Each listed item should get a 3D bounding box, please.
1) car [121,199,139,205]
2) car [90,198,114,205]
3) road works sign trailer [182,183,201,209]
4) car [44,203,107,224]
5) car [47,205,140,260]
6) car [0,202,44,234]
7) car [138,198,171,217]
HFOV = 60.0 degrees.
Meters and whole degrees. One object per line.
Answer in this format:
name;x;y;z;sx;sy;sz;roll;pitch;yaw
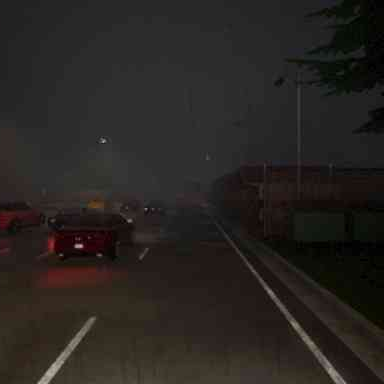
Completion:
car;-6.917;1.510;37.992;1.812;1.442;4.674;0;0;0
car;-10.402;1.462;38.312;1.882;1.535;5.008;0;0;0
road works sign trailer;-0.003;0.446;45.116;2.380;3.560;2.880;0;0;0
car;-6.903;1.592;20.241;1.895;1.301;4.718;0;0;0
car;-3.401;1.472;12.477;1.882;1.535;5.008;0;0;0
car;-10.402;1.344;19.360;2.097;1.767;4.553;0;0;0
car;-3.402;1.534;31.481;2.033;1.411;5.357;0;0;0
